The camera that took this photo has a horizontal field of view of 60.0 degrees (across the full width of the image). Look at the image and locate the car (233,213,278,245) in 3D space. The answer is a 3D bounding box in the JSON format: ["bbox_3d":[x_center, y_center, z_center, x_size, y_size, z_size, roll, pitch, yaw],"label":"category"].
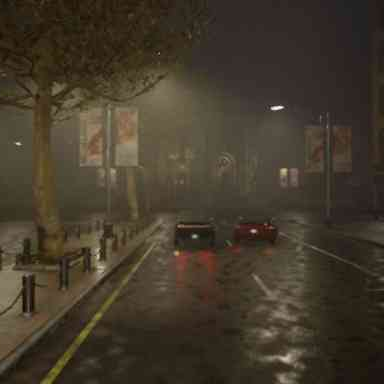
[{"bbox_3d":[3.256,1.739,16.841,1.994,1.385,4.181,0,-1,14],"label":"car"}]

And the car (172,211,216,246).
[{"bbox_3d":[0.084,1.660,16.190,2.128,1.511,4.902,0,-1,-1],"label":"car"}]
